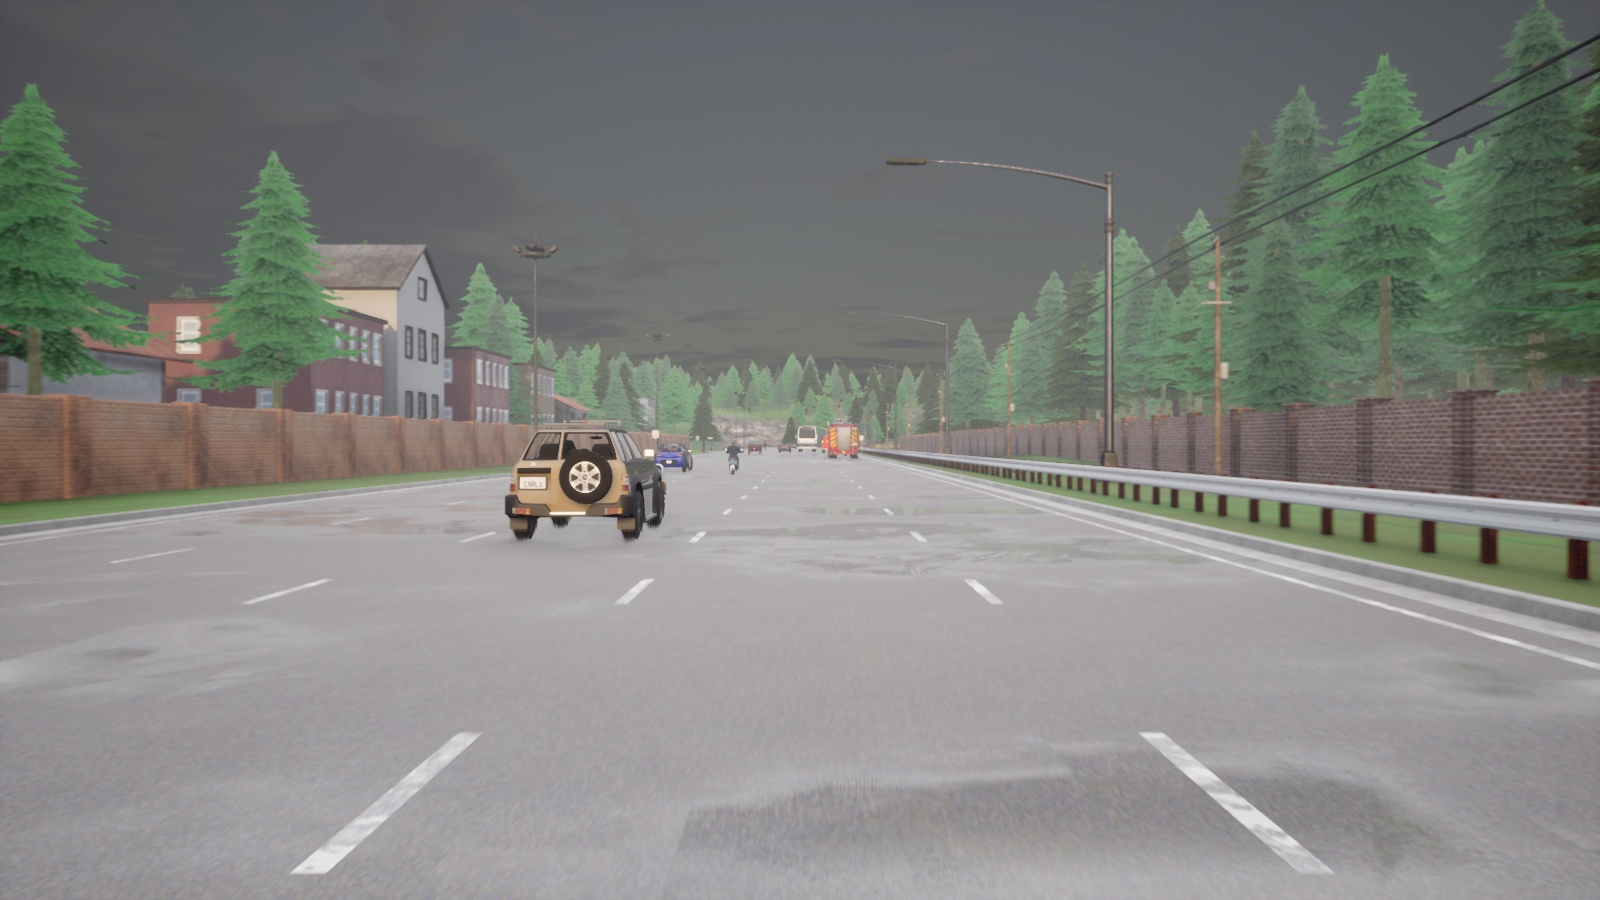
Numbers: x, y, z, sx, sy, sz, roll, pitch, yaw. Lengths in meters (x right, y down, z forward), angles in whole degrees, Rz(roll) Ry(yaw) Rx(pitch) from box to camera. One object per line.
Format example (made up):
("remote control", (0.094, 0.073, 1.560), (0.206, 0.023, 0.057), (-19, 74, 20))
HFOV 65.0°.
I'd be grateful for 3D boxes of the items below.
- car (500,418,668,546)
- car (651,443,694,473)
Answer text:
("car", (-3.368, 0.446, 20.470), (1.932, 1.855, 4.605), (0, 0, 0))
("car", (-6.613, 0.389, 65.590), (1.816, 1.474, 4.193), (0, 0, 0))
